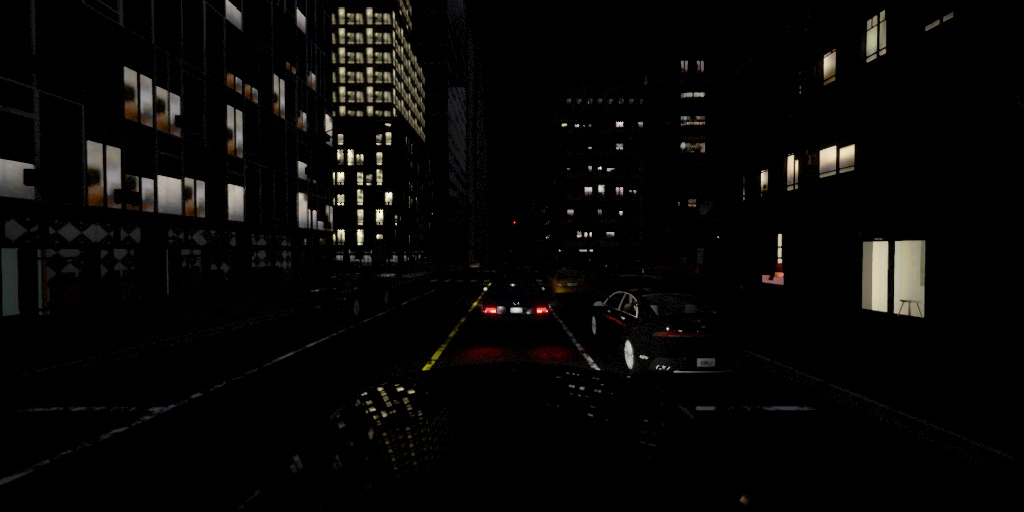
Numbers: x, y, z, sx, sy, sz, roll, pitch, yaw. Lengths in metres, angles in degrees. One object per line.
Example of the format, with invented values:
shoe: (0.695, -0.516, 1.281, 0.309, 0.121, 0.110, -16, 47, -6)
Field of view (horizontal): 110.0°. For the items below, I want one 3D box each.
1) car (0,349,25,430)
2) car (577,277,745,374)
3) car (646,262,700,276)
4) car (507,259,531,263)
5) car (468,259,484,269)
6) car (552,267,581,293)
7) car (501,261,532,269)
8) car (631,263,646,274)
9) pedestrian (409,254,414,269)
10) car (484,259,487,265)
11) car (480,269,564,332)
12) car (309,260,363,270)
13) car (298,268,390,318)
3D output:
car: (-5.796, 1.301, 1.742, 2.007, 1.370, 4.403, 0, 0, 0)
car: (2.802, 1.303, 7.352, 2.007, 1.370, 4.403, 0, 0, 0)
car: (17.760, 1.381, 39.198, 5.008, 1.535, 1.882, 1, 1, 1)
car: (0.606, 1.372, 45.044, 1.895, 1.301, 4.718, 0, 0, -26)
car: (-5.839, 1.302, 56.403, 1.751, 1.417, 4.829, 0, 0, 0)
car: (2.772, 1.283, 18.811, 1.751, 1.417, 4.829, 0, 0, 0)
car: (0.040, 1.263, 21.210, 1.837, 1.490, 4.892, 0, 0, 0)
car: (16.200, 1.400, 41.816, 4.403, 1.370, 2.007, 0, 0, 1)
pedestrian: (-12.666, 0.700, 45.073, 0.375, 1.860, 0.375, 0, 0, 1)
car: (-5.854, 1.346, 62.227, 1.948, 1.339, 4.313, 0, 0, 0)
car: (0.077, 1.301, 10.788, 2.033, 1.411, 5.357, 0, 0, 0)
car: (-17.676, 1.132, 36.404, 5.008, 1.535, 1.882, 0, 1, -1)
car: (-5.853, 1.300, 13.031, 1.888, 1.381, 4.507, 0, 0, 0)
